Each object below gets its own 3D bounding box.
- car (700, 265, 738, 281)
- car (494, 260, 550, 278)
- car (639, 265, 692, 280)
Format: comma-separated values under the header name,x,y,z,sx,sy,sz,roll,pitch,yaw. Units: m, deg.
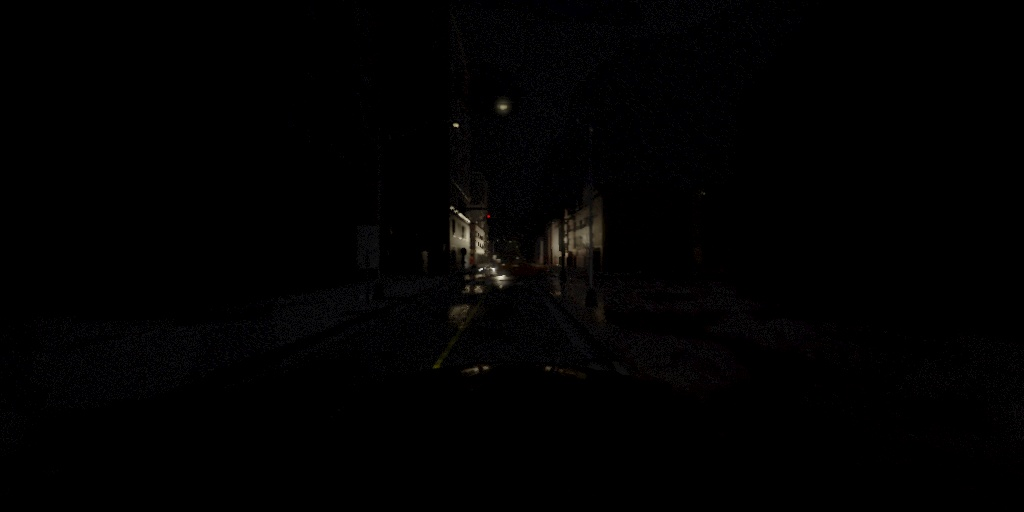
name,x,y,z,sx,sy,sz,roll,pitch,yaw
car,19.005,1.463,31.031,4.829,1.417,1.751,0,0,0
car,1.098,1.275,33.618,5.008,1.535,1.882,0,0,0
car,13.212,1.459,31.018,4.313,1.339,1.948,0,0,0
